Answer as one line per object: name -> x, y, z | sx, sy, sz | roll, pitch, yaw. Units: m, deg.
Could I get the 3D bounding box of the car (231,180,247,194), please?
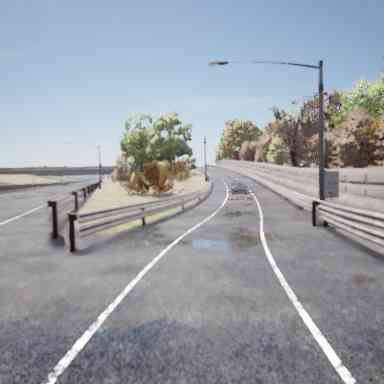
car -> 7.064, -0.740, 49.585 | 2.097, 1.767, 4.553 | -1, 5, 6

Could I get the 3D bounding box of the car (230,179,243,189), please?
car -> 8.024, -1.466, 59.693 | 1.994, 1.385, 4.181 | -1, 6, 4
